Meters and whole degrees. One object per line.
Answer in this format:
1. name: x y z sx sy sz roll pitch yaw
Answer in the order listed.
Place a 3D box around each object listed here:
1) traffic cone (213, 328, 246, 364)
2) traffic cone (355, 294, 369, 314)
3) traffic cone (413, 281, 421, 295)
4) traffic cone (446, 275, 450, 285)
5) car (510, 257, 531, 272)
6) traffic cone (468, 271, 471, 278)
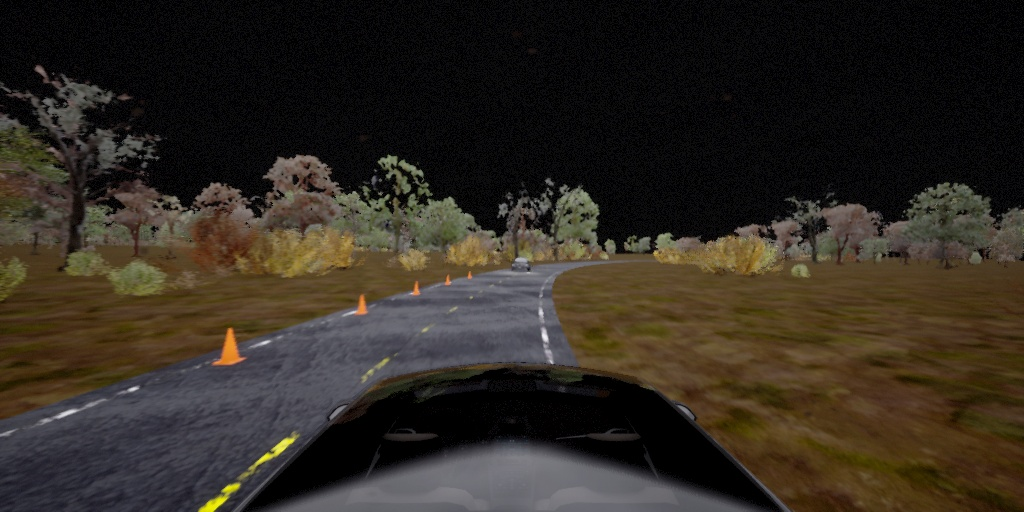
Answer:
1. traffic cone: -4.998 1.574 6.356 0.340 0.580 0.340 0 0 1
2. traffic cone: -4.789 1.517 11.442 0.340 0.580 0.340 0 0 3
3. traffic cone: -4.409 1.464 16.519 0.340 0.580 0.340 0 0 5
4. traffic cone: -3.858 1.413 21.579 0.340 0.580 0.340 0 0 7
5. car: 1.000 0.860 38.056 1.812 1.442 4.674 1 0 6
6. traffic cone: -3.137 1.364 26.618 0.340 0.580 0.340 0 0 9
